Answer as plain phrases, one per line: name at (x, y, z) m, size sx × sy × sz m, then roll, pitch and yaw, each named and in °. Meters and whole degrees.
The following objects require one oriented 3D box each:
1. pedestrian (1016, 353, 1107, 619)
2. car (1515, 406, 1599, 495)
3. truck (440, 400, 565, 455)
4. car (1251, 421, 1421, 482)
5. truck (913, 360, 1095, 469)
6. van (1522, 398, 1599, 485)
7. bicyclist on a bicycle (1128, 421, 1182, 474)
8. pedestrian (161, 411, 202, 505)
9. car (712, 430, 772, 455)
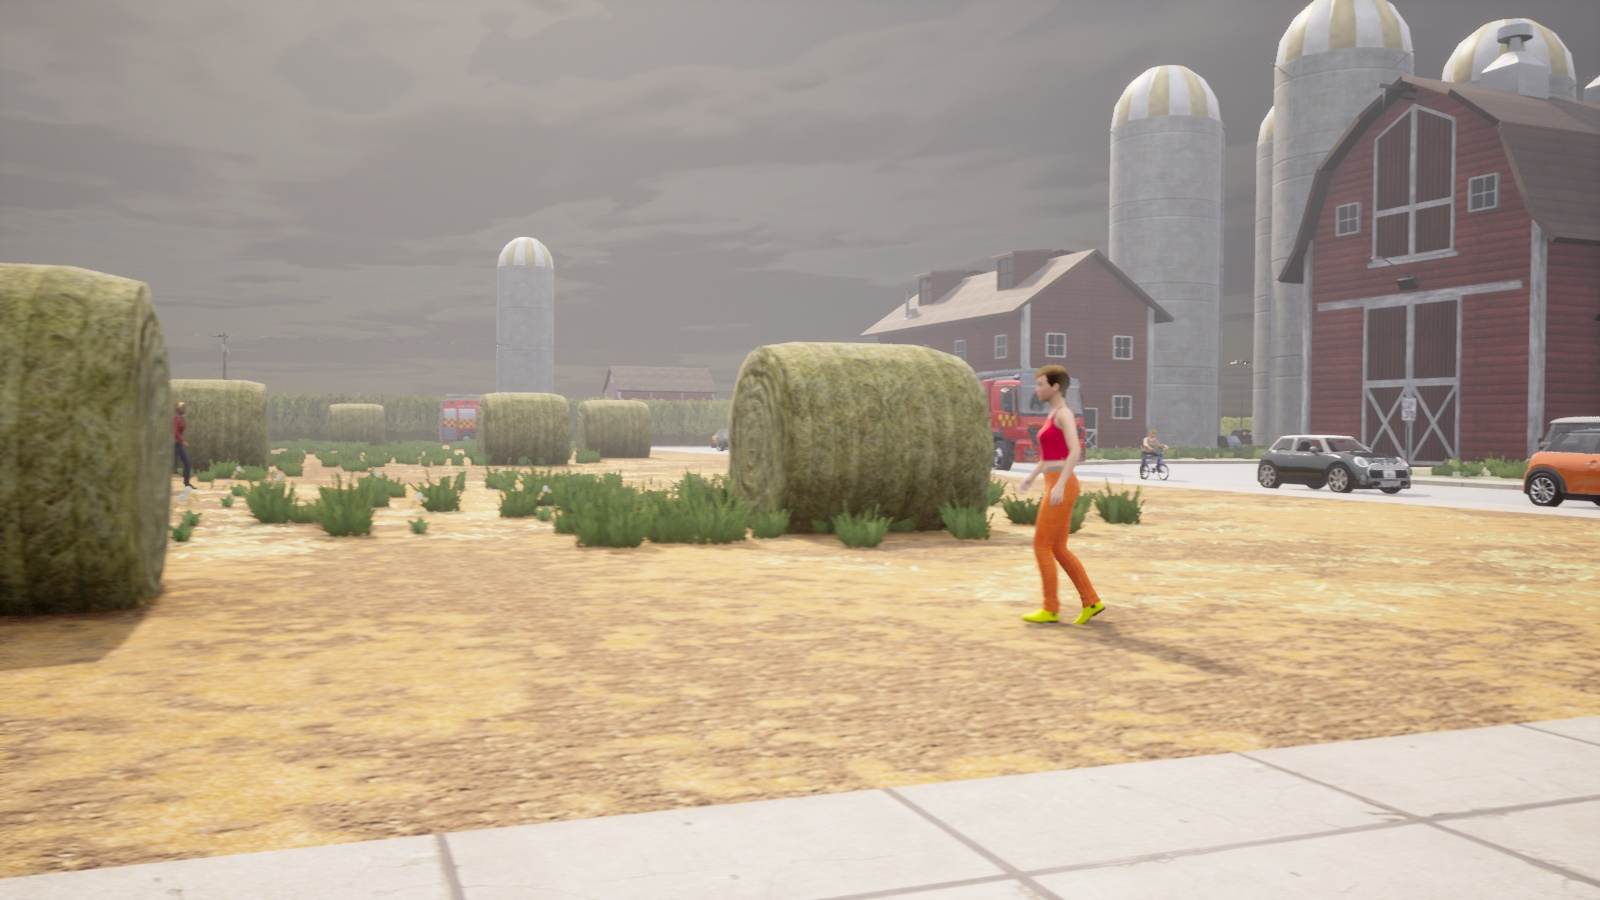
pedestrian at (1.839, 0.251, 8.857) m, size 0.594 × 1.836 × 0.345 m, roll -1°, pitch 1°, yaw 8°
car at (17.038, -0.006, 24.983) m, size 2.097 × 1.767 × 4.553 m, roll -1°, pitch 1°, yaw -22°
truck at (-21.684, -1.642, 91.519) m, size 8.468 × 3.827 × 2.891 m, roll -1°, pitch 1°, yaw -21°
car at (13.912, 0.013, 32.790) m, size 1.970 × 1.475 × 3.806 m, roll -1°, pitch 1°, yaw -22°
truck at (7.627, -1.322, 48.408) m, size 2.891 × 3.827 × 8.468 m, roll -2°, pitch 1°, yaw -22°
van at (19.248, -0.210, 28.869) m, size 1.775 × 1.987 × 4.442 m, roll -1°, pitch 0°, yaw -22°
bicyclist on a bicycle at (11.178, -0.097, 39.590) m, size 0.866 × 1.612 × 1.509 m, roll -1°, pitch 1°, yaw -22°
pedestrian at (-12.346, 0.152, 25.075) m, size 0.636 × 1.846 × 0.331 m, roll -1°, pitch 1°, yaw -5°
car at (-3.573, -0.472, 76.421) m, size 2.163 × 1.488 × 4.792 m, roll -1°, pitch 1°, yaw -22°
